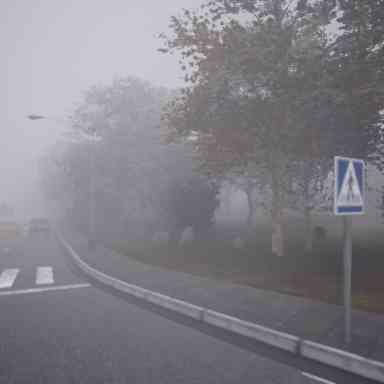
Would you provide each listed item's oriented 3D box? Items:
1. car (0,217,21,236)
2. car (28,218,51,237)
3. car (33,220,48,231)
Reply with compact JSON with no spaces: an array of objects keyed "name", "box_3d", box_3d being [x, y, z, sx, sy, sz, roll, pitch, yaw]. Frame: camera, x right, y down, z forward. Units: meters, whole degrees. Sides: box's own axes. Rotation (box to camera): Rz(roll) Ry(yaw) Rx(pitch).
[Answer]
[{"name":"car","box_3d":[-21.139,4.148,38.588,2.097,1.767,4.553,1,-3,-24]},{"name":"car","box_3d":[-17.620,4.000,38.409,2.150,2.045,5.566,1,-3,-24]},{"name":"car","box_3d":[-21.929,4.868,48.202,1.895,1.301,4.718,1,-3,-24]}]
